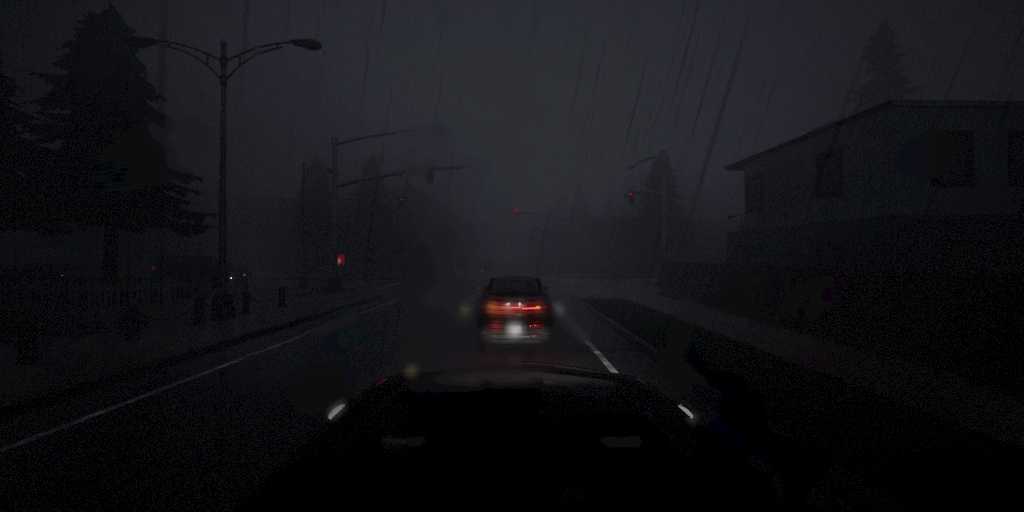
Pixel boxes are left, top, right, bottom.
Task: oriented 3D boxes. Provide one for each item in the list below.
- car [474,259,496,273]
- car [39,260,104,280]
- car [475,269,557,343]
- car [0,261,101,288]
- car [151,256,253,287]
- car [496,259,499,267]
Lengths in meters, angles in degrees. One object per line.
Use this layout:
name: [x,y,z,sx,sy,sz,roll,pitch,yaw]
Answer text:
car: [-3.503,1.297,44.414,2.033,1.411,5.357,0,0,0]
car: [-33.255,1.270,27.352,4.892,1.490,1.837,0,0,-2]
car: [0.093,1.255,9.698,1.837,1.490,4.892,0,0,0]
car: [-31.102,1.257,23.733,4.902,1.511,2.128,0,0,-1]
car: [-20.664,0.987,24.009,5.566,2.045,2.150,0,0,-1]
car: [-3.472,1.241,54.595,2.128,1.511,4.902,0,0,0]
